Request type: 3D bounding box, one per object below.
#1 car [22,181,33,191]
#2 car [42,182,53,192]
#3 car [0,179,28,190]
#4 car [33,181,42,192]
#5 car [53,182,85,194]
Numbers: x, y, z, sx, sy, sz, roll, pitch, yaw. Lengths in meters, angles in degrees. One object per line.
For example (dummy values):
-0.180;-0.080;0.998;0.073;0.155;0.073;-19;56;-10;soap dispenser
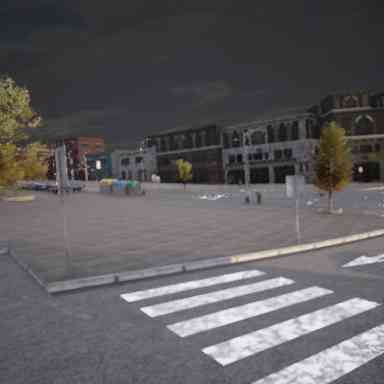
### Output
-25.801;-1.068;56.819;2.097;1.535;5.008;1;6;15;car
-20.987;-0.822;53.402;2.231;1.521;4.892;1;6;16;car
-33.133;-1.407;61.776;2.231;1.521;4.892;0;6;14;car
-23.394;-0.906;55.120;2.002;1.452;4.674;0;6;16;car
-18.616;-0.661;51.626;2.163;1.488;4.792;1;6;17;car
